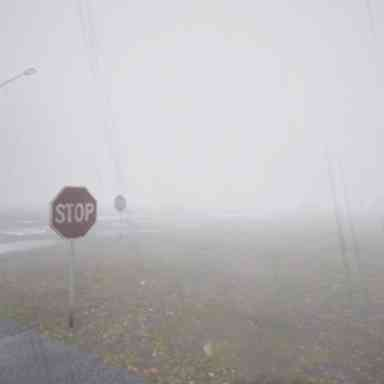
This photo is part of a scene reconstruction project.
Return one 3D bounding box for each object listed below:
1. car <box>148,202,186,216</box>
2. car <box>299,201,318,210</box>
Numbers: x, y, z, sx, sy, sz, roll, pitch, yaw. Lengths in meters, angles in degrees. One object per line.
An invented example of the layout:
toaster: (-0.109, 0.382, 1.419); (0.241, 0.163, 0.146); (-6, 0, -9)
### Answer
car: (-2.724, 1.854, 36.934); (1.882, 1.535, 5.008); (1, 1, 36)
car: (19.599, 2.220, 55.767); (1.882, 1.535, 5.008); (1, 0, 36)
